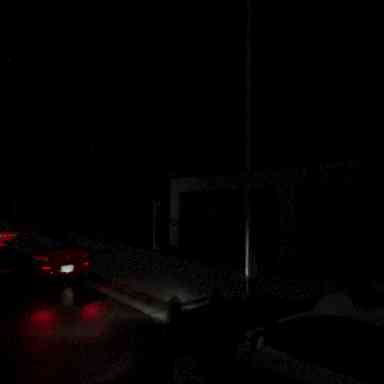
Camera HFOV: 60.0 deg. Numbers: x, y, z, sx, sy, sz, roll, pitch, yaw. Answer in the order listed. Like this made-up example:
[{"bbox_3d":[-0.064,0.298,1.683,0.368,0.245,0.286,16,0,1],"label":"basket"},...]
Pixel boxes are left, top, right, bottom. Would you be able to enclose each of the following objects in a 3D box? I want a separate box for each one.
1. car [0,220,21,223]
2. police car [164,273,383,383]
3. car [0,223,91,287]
[{"bbox_3d":[-8.706,1.999,15.145,1.882,1.535,5.008,3,-3,-41],"label":"car"},{"bbox_3d":[1.643,1.611,3.092,1.930,1.638,5.238,3,-3,-41],"label":"police car"},{"bbox_3d":[-4.799,1.919,10.591,1.812,1.442,4.674,3,-3,-41],"label":"car"}]
